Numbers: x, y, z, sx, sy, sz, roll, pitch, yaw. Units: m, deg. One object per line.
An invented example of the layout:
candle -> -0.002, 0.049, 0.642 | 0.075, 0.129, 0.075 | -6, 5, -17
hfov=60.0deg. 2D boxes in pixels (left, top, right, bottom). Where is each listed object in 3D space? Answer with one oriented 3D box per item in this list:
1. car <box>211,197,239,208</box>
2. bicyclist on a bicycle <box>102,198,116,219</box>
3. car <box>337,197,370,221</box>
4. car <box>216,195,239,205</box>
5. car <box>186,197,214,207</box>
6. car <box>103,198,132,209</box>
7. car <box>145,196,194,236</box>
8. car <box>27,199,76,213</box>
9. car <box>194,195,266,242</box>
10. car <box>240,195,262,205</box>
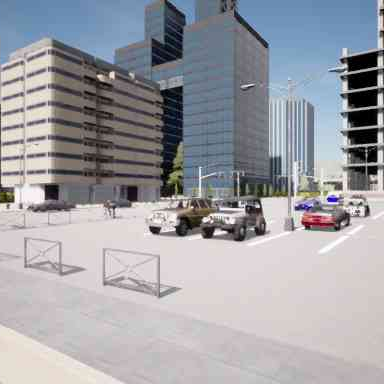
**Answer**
car -> 5.107, 1.547, 50.488 | 2.033, 1.411, 5.357 | 0, 0, 33
bicyclist on a bicycle -> -6.542, 1.302, 26.240 | 1.656, 1.620, 0.582 | 0, 0, 34
car -> 14.074, 1.395, 28.607 | 1.970, 1.475, 3.806 | 0, 0, 34
car -> 6.330, 1.352, 58.795 | 2.097, 1.767, 4.553 | 0, 0, 34
car -> 1.293, 1.491, 51.161 | 2.128, 1.511, 4.902 | 0, 0, 34
car -> -10.356, 1.564, 46.560 | 1.994, 1.385, 4.181 | 0, 0, 35
car -> -0.296, 1.153, 17.291 | 1.932, 1.855, 4.605 | 0, 0, 34
car -> -15.980, 1.547, 38.185 | 2.033, 1.411, 5.357 | 0, 0, 34
car -> 2.074, 1.156, 15.629 | 1.905, 1.878, 3.866 | 0, 0, 34
car -> 10.365, 1.352, 58.368 | 2.097, 1.767, 4.553 | 0, 0, 34
